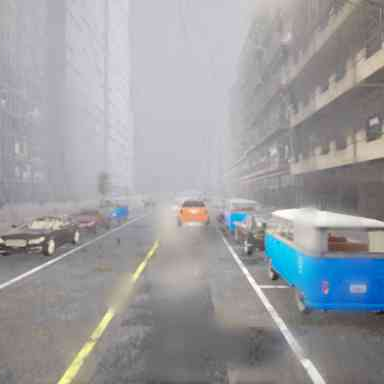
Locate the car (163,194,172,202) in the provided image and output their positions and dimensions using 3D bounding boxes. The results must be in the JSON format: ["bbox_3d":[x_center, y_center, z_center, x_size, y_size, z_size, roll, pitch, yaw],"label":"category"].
[{"bbox_3d":[-5.660,1.350,69.165,1.752,1.417,4.829,1,0,0],"label":"car"}]

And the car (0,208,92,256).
[{"bbox_3d":[-5.679,1.528,12.874,2.008,1.369,4.403,1,0,0],"label":"car"}]

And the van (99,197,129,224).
[{"bbox_3d":[-5.673,1.295,24.166,1.690,1.788,3.998,1,0,0],"label":"van"}]

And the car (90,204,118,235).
[{"bbox_3d":[-5.677,1.548,18.520,1.802,1.307,4.206,1,0,0],"label":"car"}]

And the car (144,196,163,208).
[{"bbox_3d":[-5.668,1.446,46.751,2.008,1.369,4.403,1,0,0],"label":"car"}]

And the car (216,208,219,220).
[{"bbox_3d":[2.705,1.536,24.189,1.802,1.307,4.206,1,0,0],"label":"car"}]

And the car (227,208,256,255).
[{"bbox_3d":[2.702,1.527,12.897,2.008,1.369,4.403,1,0,0],"label":"car"}]

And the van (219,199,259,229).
[{"bbox_3d":[2.706,1.307,18.542,1.690,1.788,3.998,1,0,0],"label":"van"}]

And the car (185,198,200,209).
[{"bbox_3d":[0.114,1.502,44.643,1.895,1.301,4.718,0,0,0],"label":"car"}]

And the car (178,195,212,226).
[{"bbox_3d":[0.107,1.308,23.318,2.097,1.767,4.553,0,0,0],"label":"car"}]

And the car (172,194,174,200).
[{"bbox_3d":[-5.658,1.355,74.982,2.008,1.369,4.403,1,0,0],"label":"car"}]

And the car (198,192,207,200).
[{"bbox_3d":[2.730,1.077,86.299,2.192,1.841,5.009,1,0,0],"label":"car"}]

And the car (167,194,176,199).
[{"bbox_3d":[-5.652,1.290,91.920,2.008,1.369,4.403,1,0,0],"label":"car"}]

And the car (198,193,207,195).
[{"bbox_3d":[2.720,1.282,63.715,1.967,1.590,4.097,1,0,0],"label":"car"}]

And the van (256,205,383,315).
[{"bbox_3d":[2.702,1.328,7.249,1.690,1.788,3.998,1,0,0],"label":"van"}]
